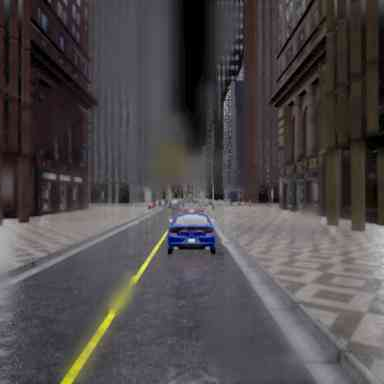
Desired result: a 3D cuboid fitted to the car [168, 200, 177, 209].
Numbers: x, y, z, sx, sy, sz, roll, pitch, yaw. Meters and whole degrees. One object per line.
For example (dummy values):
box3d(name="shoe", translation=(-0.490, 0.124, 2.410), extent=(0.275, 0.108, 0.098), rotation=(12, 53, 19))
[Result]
box3d(name="car", translation=(-3.046, 2.072, 56.352), extent=(1.812, 1.442, 4.674), rotation=(0, -1, 0))

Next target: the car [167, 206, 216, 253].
box3d(name="car", translation=(-0.005, 1.615, 14.483), extent=(1.882, 1.535, 5.008), rotation=(0, 0, 0))

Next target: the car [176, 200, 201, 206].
box3d(name="car", translation=(-0.019, 1.624, 29.081), extent=(2.097, 1.767, 4.553), rotation=(0, -1, 0))
